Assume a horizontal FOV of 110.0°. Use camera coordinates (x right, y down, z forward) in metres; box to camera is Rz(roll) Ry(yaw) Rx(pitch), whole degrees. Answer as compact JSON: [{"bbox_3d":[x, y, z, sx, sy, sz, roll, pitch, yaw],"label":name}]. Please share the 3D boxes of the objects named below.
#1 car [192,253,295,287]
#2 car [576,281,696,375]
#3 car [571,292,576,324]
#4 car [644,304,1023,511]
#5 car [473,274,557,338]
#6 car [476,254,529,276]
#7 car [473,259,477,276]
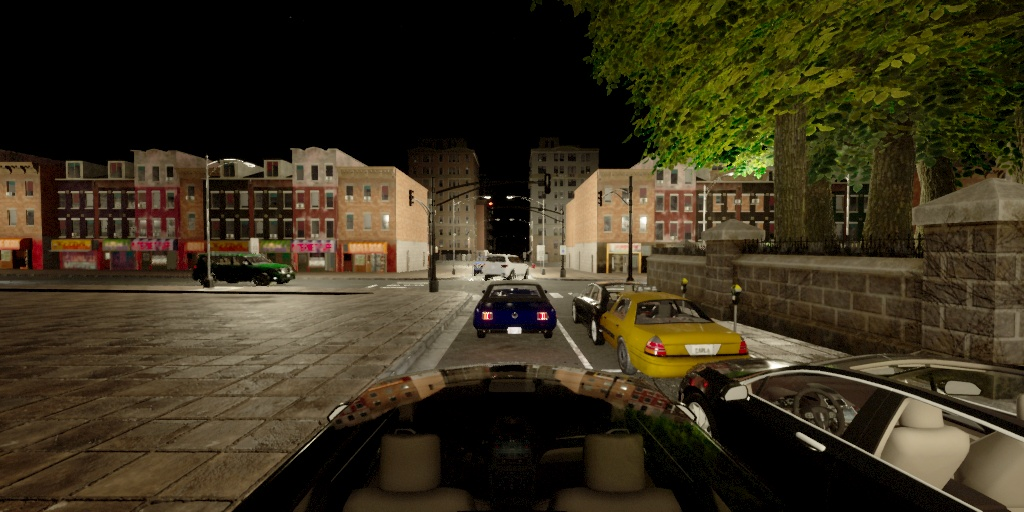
[{"bbox_3d":[-16.948,0.869,22.765,5.566,2.045,2.150,1,1,0],"label":"car"},{"bbox_3d":[2.686,1.274,7.330,1.751,1.417,4.829,0,0,0],"label":"car"},{"bbox_3d":[2.661,1.299,9.304,2.007,1.370,4.403,0,0,0],"label":"car"},{"bbox_3d":[2.637,1.300,2.169,2.007,1.370,4.403,0,0,0],"label":"car"},{"bbox_3d":[0.075,1.349,10.109,1.895,1.301,4.718,0,0,0],"label":"car"},{"bbox_3d":[-0.390,0.932,28.840,2.150,2.045,5.566,2,0,22],"label":"car"},{"bbox_3d":[-2.749,0.981,37.284,2.150,2.045,5.566,0,0,0],"label":"car"}]
